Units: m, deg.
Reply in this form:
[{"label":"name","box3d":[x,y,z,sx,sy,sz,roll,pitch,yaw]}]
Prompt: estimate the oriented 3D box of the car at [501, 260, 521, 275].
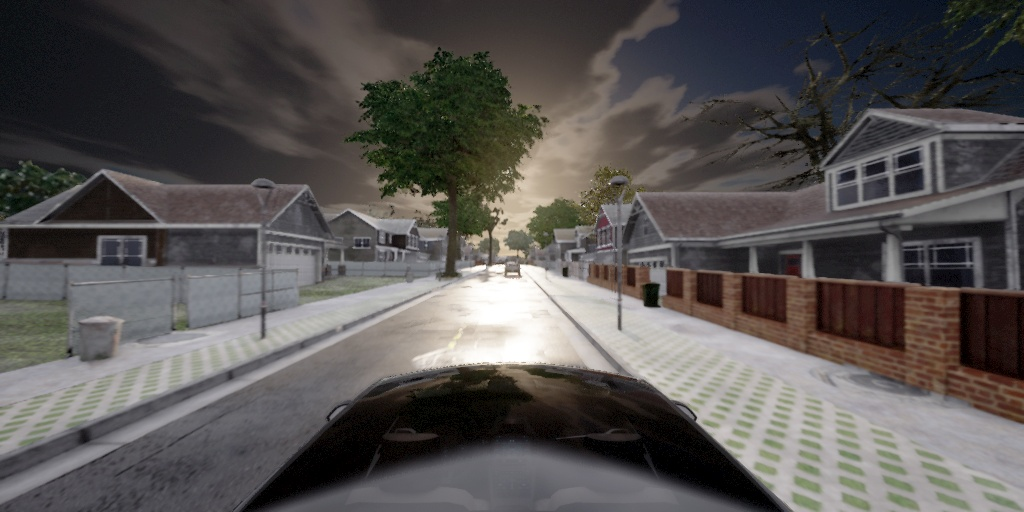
[{"label":"car","box3d":[0.070,1.467,42.820,2.128,1.511,4.902,0,0,0]}]
